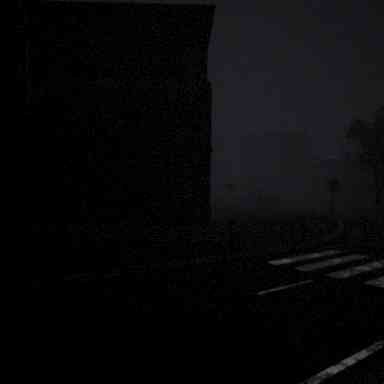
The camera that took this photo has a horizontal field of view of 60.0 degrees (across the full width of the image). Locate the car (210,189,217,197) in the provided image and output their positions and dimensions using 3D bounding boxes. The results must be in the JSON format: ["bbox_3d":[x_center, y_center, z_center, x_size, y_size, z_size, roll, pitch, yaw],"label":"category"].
[{"bbox_3d":[4.096,0.131,69.564,2.231,1.521,4.892,6,2,11],"label":"car"}]
